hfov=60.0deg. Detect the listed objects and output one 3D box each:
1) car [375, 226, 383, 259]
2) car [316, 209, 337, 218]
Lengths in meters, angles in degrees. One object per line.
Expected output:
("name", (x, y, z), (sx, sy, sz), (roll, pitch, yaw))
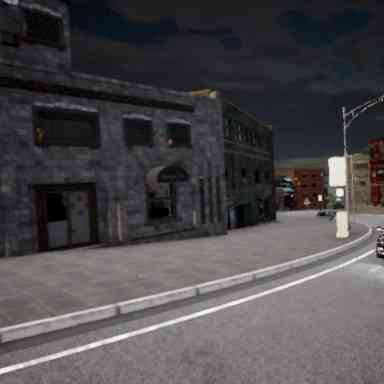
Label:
("car", (8.358, 1.670, 12.622), (1.837, 1.490, 4.892), (-1, -2, 38))
("car", (21.695, 3.362, 53.228), (2.033, 1.411, 5.357), (-3, -3, -1))
